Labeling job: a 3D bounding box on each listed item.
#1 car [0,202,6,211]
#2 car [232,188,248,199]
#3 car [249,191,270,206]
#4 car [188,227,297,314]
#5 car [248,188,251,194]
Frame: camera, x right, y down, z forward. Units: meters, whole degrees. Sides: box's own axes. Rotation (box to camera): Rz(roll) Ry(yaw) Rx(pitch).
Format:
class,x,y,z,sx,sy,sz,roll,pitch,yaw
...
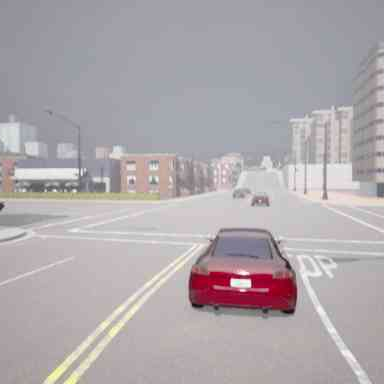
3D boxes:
class,x,y,z,sx,sy,sz,roll,pitch,yaw
car,-18.809,1.108,29.084,4.718,1.301,1.895,0,2,14
car,7.546,0.228,53.312,1.837,1.490,4.892,0,2,13
car,7.921,0.738,38.339,1.812,1.442,4.674,0,2,13
car,1.185,1.491,7.595,1.994,1.385,4.181,0,1,10
car,11.146,-0.214,68.875,1.994,1.385,4.181,0,2,13
